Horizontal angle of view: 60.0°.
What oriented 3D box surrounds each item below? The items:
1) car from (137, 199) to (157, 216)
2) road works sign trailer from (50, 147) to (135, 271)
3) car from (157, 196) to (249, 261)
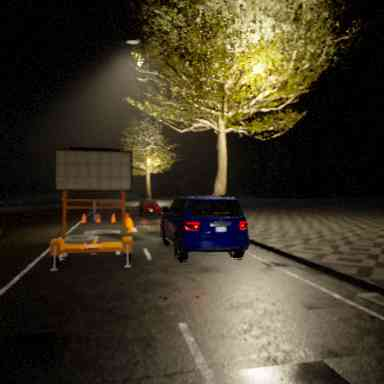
[{"bbox_3d":[-3.989,1.391,30.573,1.812,1.442,4.674,0,0,-13],"label":"car"},{"bbox_3d":[-3.145,0.377,10.770,2.380,3.560,2.880,0,0,-13],"label":"road works sign trailer"},{"bbox_3d":[0.230,1.144,12.155,2.150,2.045,5.566,0,0,-13],"label":"car"}]
